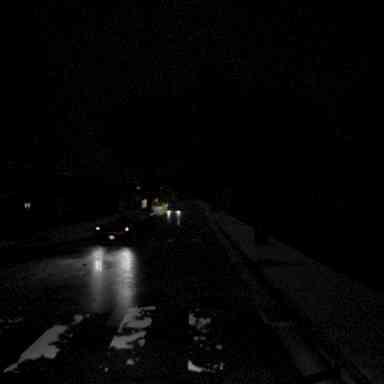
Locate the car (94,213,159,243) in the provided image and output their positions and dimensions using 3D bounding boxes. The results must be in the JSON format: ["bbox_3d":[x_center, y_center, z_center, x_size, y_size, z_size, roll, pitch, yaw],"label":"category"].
[{"bbox_3d":[-3.244,1.794,17.379,1.895,1.301,4.718,0,-1,11],"label":"car"}]

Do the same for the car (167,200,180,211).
[{"bbox_3d":[-2.770,1.998,51.342,1.812,1.442,4.674,0,-1,0],"label":"car"}]
